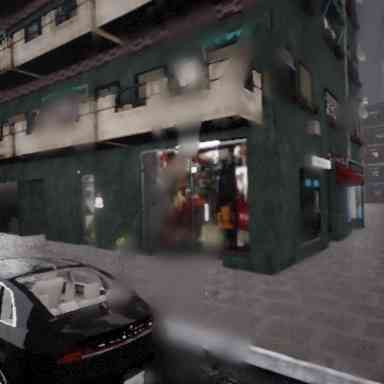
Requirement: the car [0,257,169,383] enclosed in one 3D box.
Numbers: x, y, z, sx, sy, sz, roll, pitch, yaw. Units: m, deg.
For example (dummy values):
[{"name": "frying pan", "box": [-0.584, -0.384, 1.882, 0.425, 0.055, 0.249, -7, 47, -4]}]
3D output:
[{"name": "car", "box": [-2.313, 1.549, 4.400, 4.403, 1.369, 2.008, 0, -2, 36]}]
